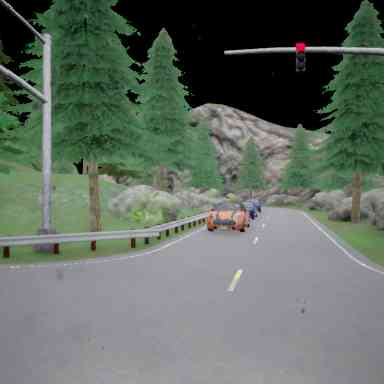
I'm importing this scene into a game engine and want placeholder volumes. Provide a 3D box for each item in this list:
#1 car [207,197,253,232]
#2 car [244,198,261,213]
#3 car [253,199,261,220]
[{"bbox_3d":[2.326,1.383,20.314,2.097,1.767,4.553,0,0,15],"label":"car"},{"bbox_3d":[7.061,1.536,39.035,1.882,1.535,5.008,0,0,9],"label":"car"},{"bbox_3d":[4.675,1.522,29.143,1.882,1.535,5.008,0,0,15],"label":"car"}]
